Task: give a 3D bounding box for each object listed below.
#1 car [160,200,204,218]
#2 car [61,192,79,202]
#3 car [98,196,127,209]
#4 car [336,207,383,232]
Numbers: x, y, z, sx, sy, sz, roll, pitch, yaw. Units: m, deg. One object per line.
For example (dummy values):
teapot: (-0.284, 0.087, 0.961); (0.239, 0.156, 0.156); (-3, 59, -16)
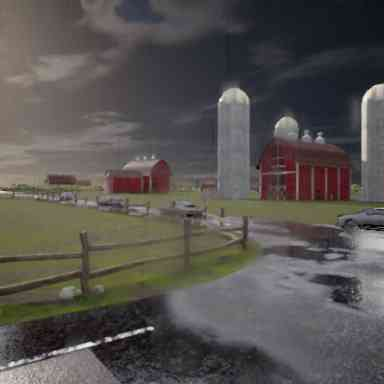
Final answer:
car: (-0.873, 1.369, 26.834); (1.994, 1.385, 4.181); (0, 1, -37)
car: (-19.450, 0.800, 52.653); (1.837, 1.490, 4.892); (0, 0, -35)
car: (-9.287, 1.123, 38.438); (2.033, 1.411, 5.357); (0, 1, -36)
car: (10.532, 1.579, 19.077); (4.181, 1.385, 1.994); (1, 1, 23)
